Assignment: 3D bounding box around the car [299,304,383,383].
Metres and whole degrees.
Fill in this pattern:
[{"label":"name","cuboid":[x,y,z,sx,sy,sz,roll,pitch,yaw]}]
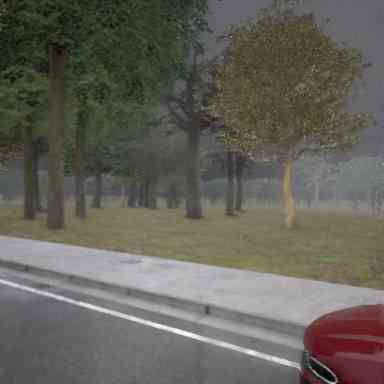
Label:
[{"label":"car","cuboid":[3.362,1.538,2.366,5.008,1.535,1.882,0,-1,33]}]
